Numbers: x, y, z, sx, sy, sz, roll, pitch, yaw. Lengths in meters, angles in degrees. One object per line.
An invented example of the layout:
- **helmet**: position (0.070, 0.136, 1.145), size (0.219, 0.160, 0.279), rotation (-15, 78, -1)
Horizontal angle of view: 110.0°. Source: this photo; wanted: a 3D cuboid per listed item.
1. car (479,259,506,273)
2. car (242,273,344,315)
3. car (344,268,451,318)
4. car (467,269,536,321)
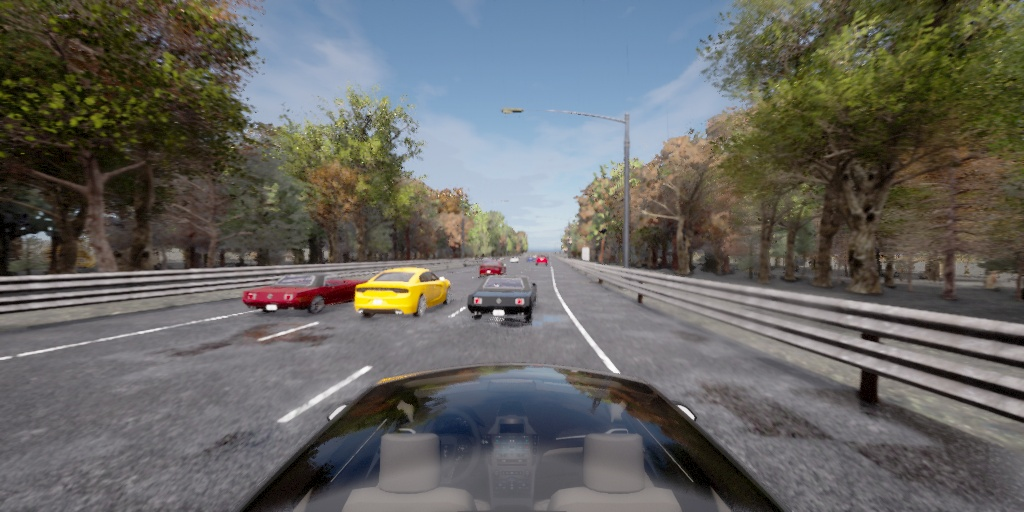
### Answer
- **car**: position (-1.642, 1.128, 31.767), size (1.882, 1.535, 5.008), rotation (0, 0, 6)
- **car**: position (-7.096, 1.272, 13.152), size (1.895, 1.301, 4.718), rotation (0, 0, 6)
- **car**: position (-3.615, 1.175, 12.799), size (1.882, 1.535, 5.008), rotation (0, 0, 6)
- **car**: position (-0.135, 1.319, 12.428), size (1.895, 1.301, 4.718), rotation (0, 0, 6)
